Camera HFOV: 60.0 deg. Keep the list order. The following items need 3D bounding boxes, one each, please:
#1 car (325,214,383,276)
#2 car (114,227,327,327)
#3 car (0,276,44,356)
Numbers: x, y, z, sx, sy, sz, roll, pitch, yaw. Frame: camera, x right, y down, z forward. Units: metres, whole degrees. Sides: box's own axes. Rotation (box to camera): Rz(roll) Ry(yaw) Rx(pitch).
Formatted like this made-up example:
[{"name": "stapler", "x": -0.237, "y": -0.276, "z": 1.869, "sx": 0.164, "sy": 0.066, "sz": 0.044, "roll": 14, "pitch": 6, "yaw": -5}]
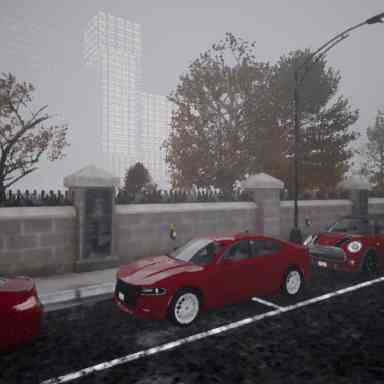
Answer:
[{"name": "car", "x": 5.203, "y": 1.447, "z": 10.270, "sx": 4.097, "sy": 1.590, "sz": 1.967, "roll": 0, "pitch": 0, "yaw": -35}, {"name": "car", "x": 0.620, "y": 1.544, "z": 7.002, "sx": 4.507, "sy": 1.381, "sz": 1.887, "roll": 0, "pitch": 0, "yaw": -35}, {"name": "car", "x": -3.962, "y": 1.579, "z": 3.733, "sx": 4.206, "sy": 1.307, "sz": 1.802, "roll": 0, "pitch": 0, "yaw": -35}]
